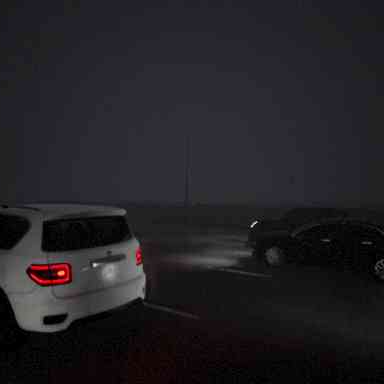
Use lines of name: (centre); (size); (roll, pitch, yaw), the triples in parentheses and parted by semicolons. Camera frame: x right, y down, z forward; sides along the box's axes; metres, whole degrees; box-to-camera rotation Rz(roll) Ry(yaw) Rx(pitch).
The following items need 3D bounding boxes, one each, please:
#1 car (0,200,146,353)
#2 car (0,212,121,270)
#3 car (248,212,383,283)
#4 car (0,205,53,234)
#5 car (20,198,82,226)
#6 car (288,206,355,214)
car: (-3.381, 1.233, 6.405); (5.566, 2.045, 2.150); (0, 0, 36)
car: (-4.782, 1.545, 11.706); (4.674, 1.442, 1.812); (0, 0, 35)
car: (4.138, 1.508, 9.639); (4.892, 1.490, 1.837); (0, 0, 36)
car: (-11.036, 1.586, 20.470); (5.357, 1.411, 2.033); (0, 0, 36)
car: (-10.339, 1.393, 24.271); (4.553, 1.767, 2.097); (0, 0, 36)
car: (4.616, 1.358, 13.601); (4.553, 1.767, 2.097); (0, 0, 36)
